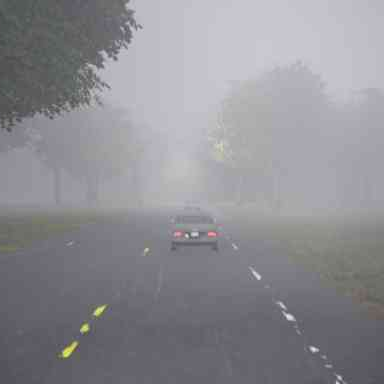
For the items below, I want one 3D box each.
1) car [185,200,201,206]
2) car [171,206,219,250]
[{"bbox_3d":[0.097,1.549,38.754,1.895,1.301,4.718,0,0,0],"label":"car"},{"bbox_3d":[0.096,1.530,14.153,2.033,1.411,5.357,0,0,0],"label":"car"}]
